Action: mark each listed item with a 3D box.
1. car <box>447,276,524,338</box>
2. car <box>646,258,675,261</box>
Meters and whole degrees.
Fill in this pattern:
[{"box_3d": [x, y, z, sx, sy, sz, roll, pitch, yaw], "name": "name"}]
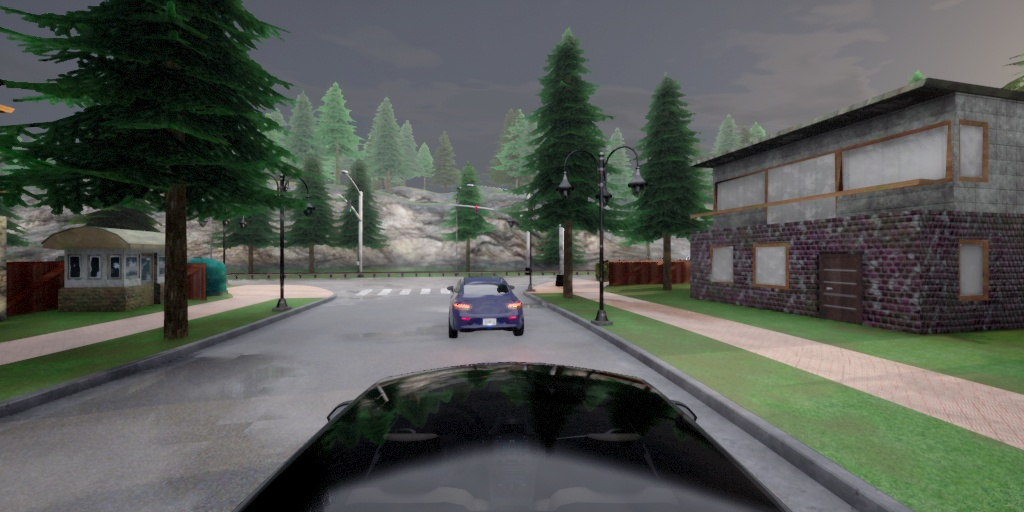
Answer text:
[{"box_3d": [-0.836, 1.276, 10.119, 1.812, 1.442, 4.674, 0, 0, -9], "name": "car"}, {"box_3d": [13.363, 0.945, 33.655, 4.553, 1.767, 2.097, 0, 0, -12], "name": "car"}]
